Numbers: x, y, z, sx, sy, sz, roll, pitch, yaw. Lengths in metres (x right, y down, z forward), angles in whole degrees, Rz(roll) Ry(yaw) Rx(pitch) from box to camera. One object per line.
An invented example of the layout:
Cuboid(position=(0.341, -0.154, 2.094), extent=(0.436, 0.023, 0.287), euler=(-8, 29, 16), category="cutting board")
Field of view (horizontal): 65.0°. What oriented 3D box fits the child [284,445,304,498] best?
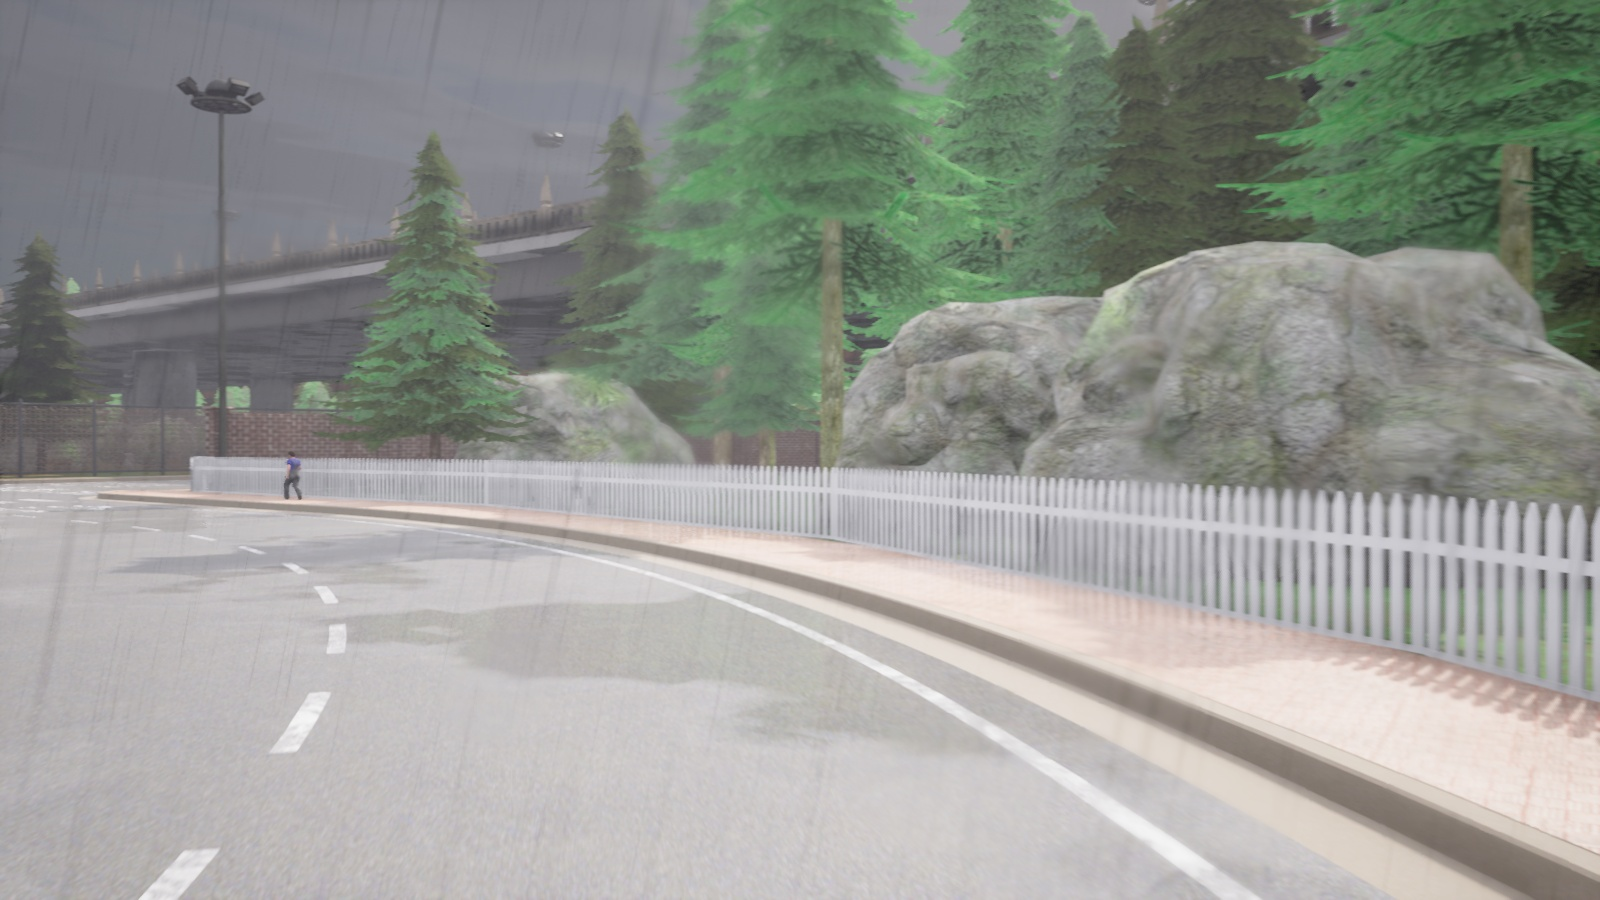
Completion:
Cuboid(position=(-12.132, 0.518, 30.108), extent=(0.437, 1.263, 0.270), euler=(0, 0, 40), category="child")
